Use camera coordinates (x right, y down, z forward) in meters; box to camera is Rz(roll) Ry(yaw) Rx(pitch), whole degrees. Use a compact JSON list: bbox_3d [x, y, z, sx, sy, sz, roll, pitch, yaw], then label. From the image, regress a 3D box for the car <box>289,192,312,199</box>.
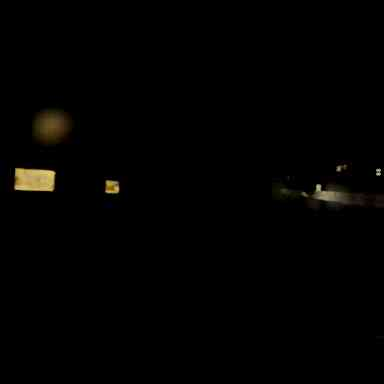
[{"bbox_3d":[14.107,0.748,43.989,2.033,1.411,5.357,2,2,-3],"label":"car"}]
